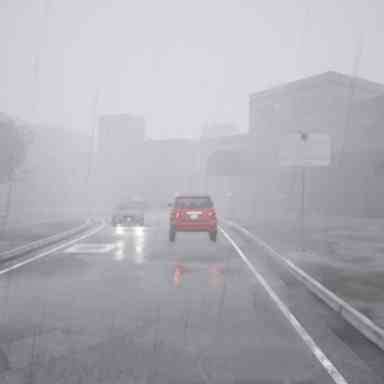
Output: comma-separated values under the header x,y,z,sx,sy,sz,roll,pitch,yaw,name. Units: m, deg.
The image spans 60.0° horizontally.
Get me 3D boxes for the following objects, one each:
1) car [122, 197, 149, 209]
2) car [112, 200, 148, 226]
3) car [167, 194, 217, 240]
x,y,z,sx,sy,sz,roll,pitch,yaw,name
-6.300,1.238,34.351,1.882,1.535,5.008,-2,1,-39,car
-4.300,1.461,22.276,1.994,1.385,4.181,0,0,-13,car
-0.054,1.136,16.692,2.150,2.045,5.566,0,0,-3,car
